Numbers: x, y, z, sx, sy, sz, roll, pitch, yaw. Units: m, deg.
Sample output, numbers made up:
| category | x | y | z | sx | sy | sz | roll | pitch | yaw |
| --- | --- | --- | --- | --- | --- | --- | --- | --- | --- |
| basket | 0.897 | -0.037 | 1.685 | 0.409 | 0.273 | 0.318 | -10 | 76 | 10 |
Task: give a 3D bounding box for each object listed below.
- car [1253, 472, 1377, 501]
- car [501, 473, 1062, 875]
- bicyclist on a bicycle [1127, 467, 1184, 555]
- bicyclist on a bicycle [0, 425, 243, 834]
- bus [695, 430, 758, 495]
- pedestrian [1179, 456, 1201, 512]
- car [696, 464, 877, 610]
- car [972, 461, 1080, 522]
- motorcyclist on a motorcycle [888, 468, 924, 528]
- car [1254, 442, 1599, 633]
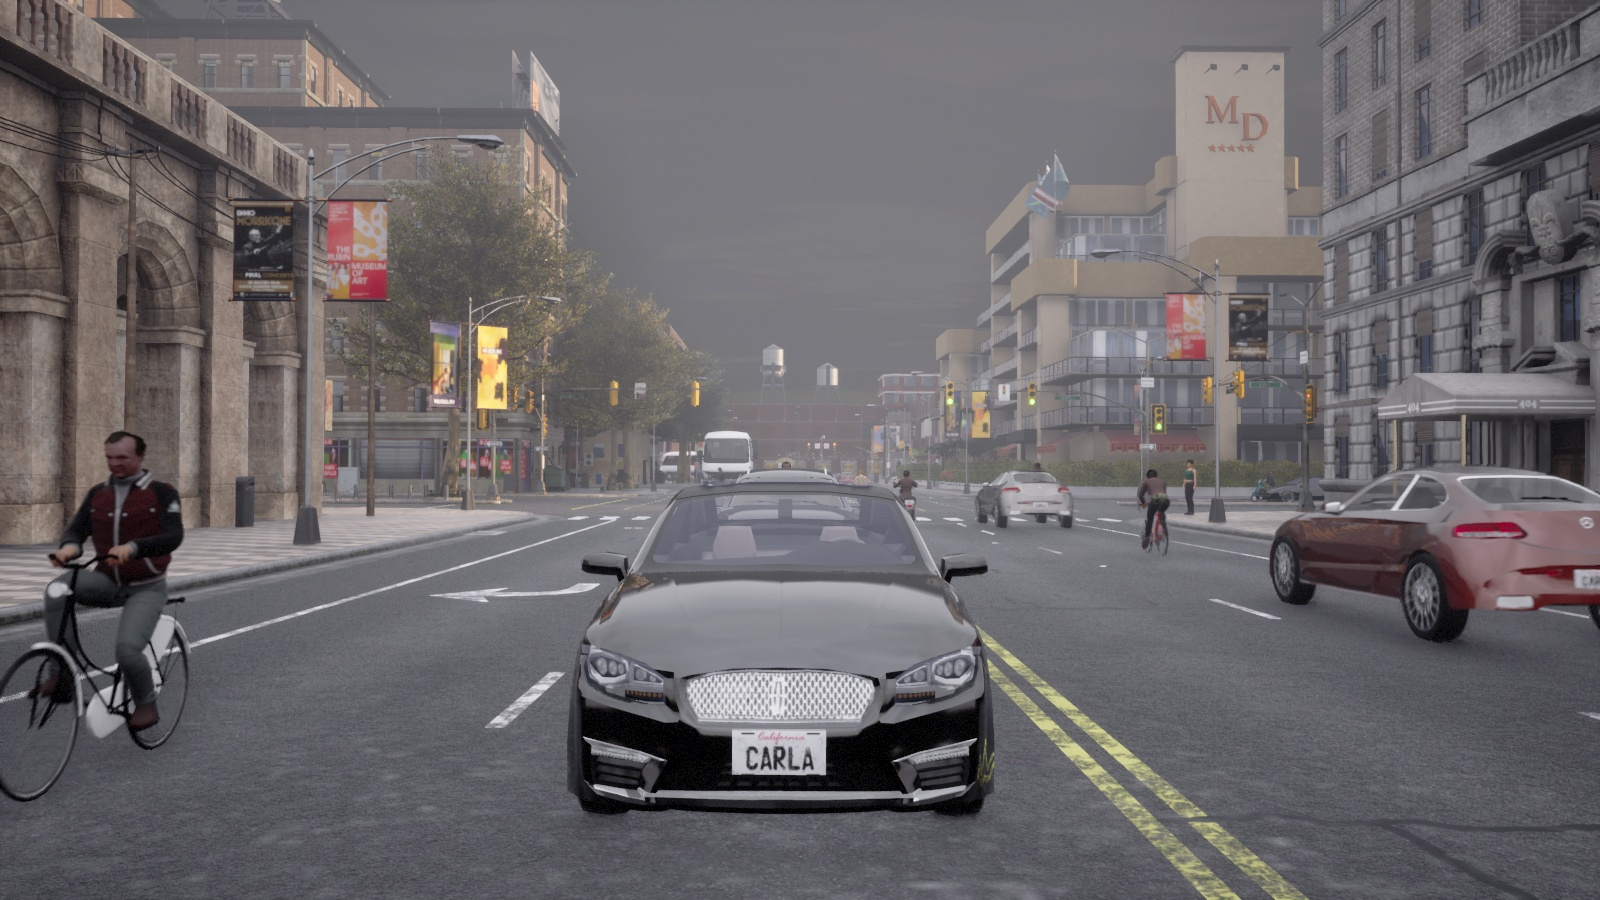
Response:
| category | x | y | z | sx | sy | sz | roll | pitch | yaw |
| --- | --- | --- | --- | --- | --- | --- | --- | --- | --- |
| car | 25.783 | 1.814 | 63.007 | 5.357 | 1.411 | 2.033 | 0 | -1 | -1 |
| car | -0.075 | 0.892 | 7.228 | 2.128 | 1.511 | 4.902 | 0 | -1 | 0 |
| bicyclist on a bicycle | 6.754 | 1.142 | 23.951 | 0.582 | 1.620 | 1.656 | 0 | -1 | -1 |
| bicyclist on a bicycle | -3.580 | 0.806 | 6.398 | 0.659 | 1.776 | 1.843 | 0 | -2 | 0 |
| bus | -4.931 | 0.914 | 86.961 | 3.944 | 4.253 | 10.273 | 0 | -1 | -1 |
| pedestrian | 12.871 | 1.114 | 41.451 | 0.594 | 1.836 | 0.345 | 0 | -1 | -17 |
| car | -0.165 | 1.024 | 16.622 | 2.033 | 1.649 | 4.856 | 0 | -1 | 0 |
| car | 6.516 | 1.184 | 36.821 | 2.152 | 1.651 | 5.027 | 0 | -1 | -1 |
| motorcyclist on a motorcycle | 3.030 | 1.357 | 36.076 | 0.766 | 1.649 | 2.350 | 0 | -1 | -1 |
| car | 6.861 | 0.791 | 13.396 | 2.152 | 1.651 | 5.027 | 0 | -1 | -1 |
